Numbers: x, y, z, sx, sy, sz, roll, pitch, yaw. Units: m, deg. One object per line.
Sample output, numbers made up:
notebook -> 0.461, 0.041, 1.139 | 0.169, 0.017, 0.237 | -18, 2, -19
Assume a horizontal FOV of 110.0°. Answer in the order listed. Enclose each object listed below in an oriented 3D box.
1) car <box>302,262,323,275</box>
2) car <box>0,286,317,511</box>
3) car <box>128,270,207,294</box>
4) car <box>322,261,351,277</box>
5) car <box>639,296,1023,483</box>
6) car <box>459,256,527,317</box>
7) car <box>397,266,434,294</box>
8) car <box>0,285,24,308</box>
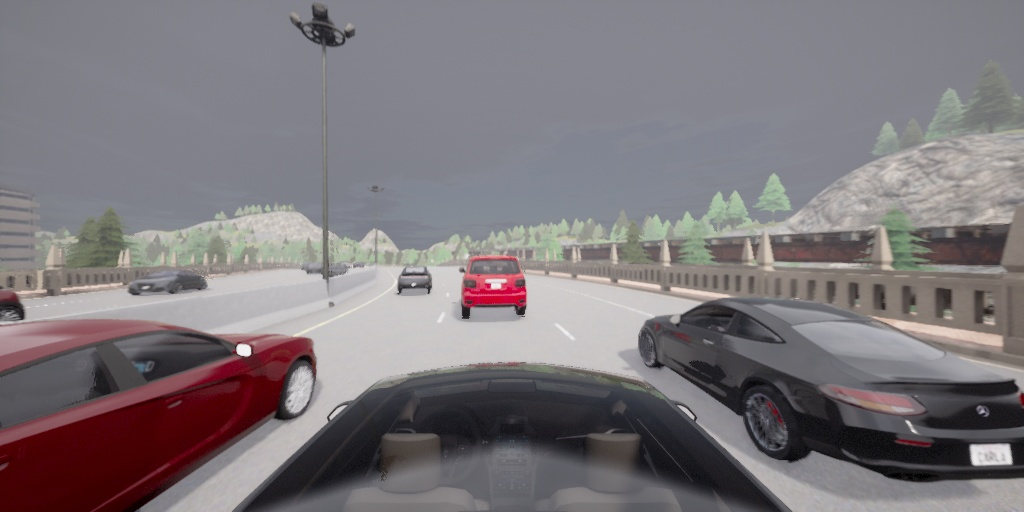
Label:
car -> -24.874, 1.571, 45.726 | 1.882, 1.535, 5.008 | 0, 0, -20
car -> -3.557, 1.248, 2.861 | 1.882, 1.535, 5.008 | 0, 0, 0
car -> -20.207, 1.520, 21.242 | 1.994, 1.385, 4.181 | 0, 0, -14
car -> -17.848, 1.512, 36.869 | 1.837, 1.490, 4.892 | 0, -1, -20
car -> 3.363, 1.271, 4.885 | 1.812, 1.442, 4.674 | 0, 0, -2
car -> -0.803, 1.018, 13.585 | 2.150, 2.045, 5.566 | 0, 0, -7
car -> -5.738, 1.348, 21.480 | 2.128, 1.511, 4.902 | 0, 0, -12
car -> -14.520, 1.201, 7.977 | 2.097, 1.767, 4.553 | 0, 0, -5
